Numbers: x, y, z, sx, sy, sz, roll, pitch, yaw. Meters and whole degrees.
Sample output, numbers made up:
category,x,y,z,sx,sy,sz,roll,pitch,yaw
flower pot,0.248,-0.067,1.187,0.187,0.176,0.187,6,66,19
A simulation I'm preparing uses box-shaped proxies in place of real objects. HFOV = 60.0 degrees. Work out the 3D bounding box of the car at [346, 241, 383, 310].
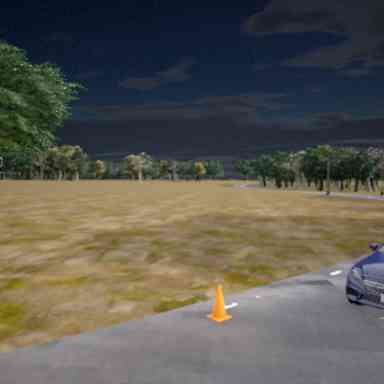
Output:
category,x,y,z,sx,sy,sz,roll,pitch,yaw
car,5.008,1.530,7.047,4.674,1.442,1.812,0,0,-42

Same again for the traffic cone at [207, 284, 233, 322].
category,x,y,z,sx,sy,sz,roll,pitch,yaw
traffic cone,0.496,1.947,5.956,0.340,0.580,0.340,0,0,-38
